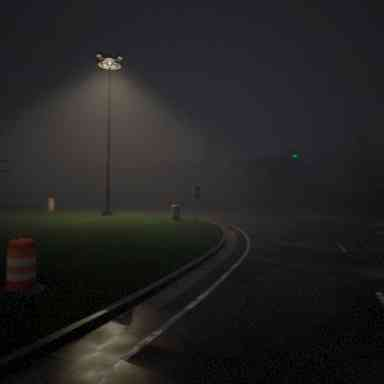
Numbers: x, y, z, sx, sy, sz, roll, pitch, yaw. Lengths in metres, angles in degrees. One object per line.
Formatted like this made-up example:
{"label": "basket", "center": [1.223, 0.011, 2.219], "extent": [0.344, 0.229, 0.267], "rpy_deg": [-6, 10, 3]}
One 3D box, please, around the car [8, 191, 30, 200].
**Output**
{"label": "car", "center": [-29.330, 0.538, 54.159], "extent": [5.357, 1.411, 2.033], "rpy_deg": [1, 1, 32]}

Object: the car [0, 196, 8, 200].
{"label": "car", "center": [-31.174, 0.476, 51.185], "extent": [4.902, 1.511, 2.128], "rpy_deg": [1, 1, 32]}

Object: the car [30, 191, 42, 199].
{"label": "car", "center": [-27.798, 0.516, 57.332], "extent": [4.674, 1.442, 1.812], "rpy_deg": [1, 1, 33]}
